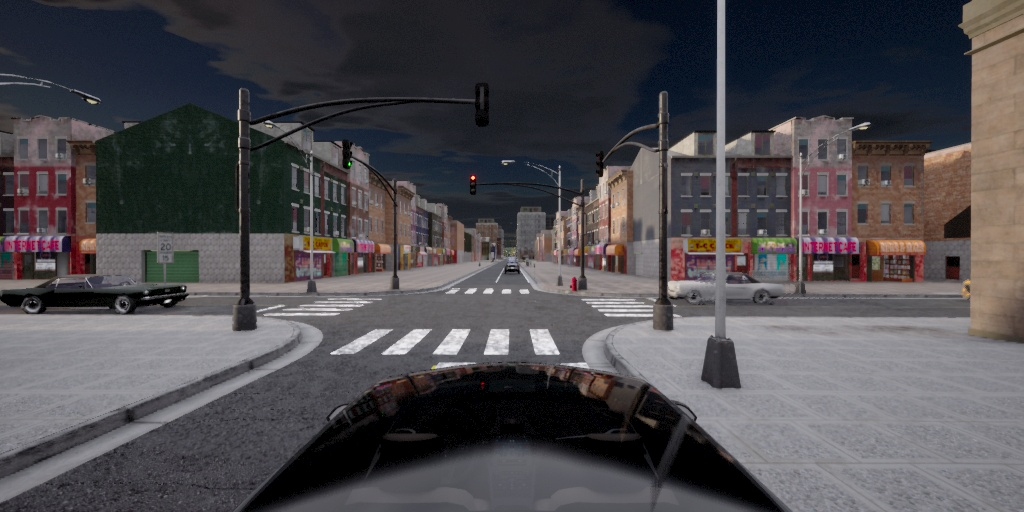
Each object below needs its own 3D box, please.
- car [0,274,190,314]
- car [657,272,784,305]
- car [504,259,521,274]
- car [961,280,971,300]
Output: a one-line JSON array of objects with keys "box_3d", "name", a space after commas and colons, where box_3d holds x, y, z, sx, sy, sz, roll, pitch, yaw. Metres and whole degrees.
[{"box_3d": [-14.635, 1.312, 12.851, 4.718, 1.301, 1.895, 0, 0, -3], "name": "car"}, {"box_3d": [8.955, 1.376, 15.700, 4.718, 1.301, 1.895, 0, 0, -3], "name": "car"}, {"box_3d": [0.022, 1.313, 40.639, 1.948, 1.339, 4.313, 0, 0, 0], "name": "car"}, {"box_3d": [23.051, 1.297, 15.820, 5.008, 1.535, 1.882, 0, 0, 0], "name": "car"}]
